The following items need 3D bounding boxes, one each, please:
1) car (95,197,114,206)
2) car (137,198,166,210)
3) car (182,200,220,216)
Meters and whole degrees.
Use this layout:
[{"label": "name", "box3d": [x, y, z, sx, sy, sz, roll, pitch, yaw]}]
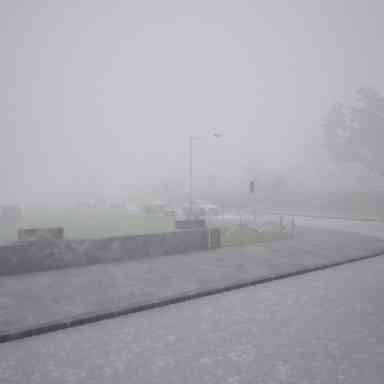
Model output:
[{"label": "car", "box3d": [-14.302, 1.493, 54.303, 2.128, 1.511, 4.902, 0, 0, -35]}, {"label": "car", "box3d": [-5.032, 1.478, 41.180, 1.882, 1.535, 5.008, 0, 0, -35]}, {"label": "car", "box3d": [0.767, 1.526, 33.063, 1.812, 1.442, 4.674, 0, 0, -36]}]
